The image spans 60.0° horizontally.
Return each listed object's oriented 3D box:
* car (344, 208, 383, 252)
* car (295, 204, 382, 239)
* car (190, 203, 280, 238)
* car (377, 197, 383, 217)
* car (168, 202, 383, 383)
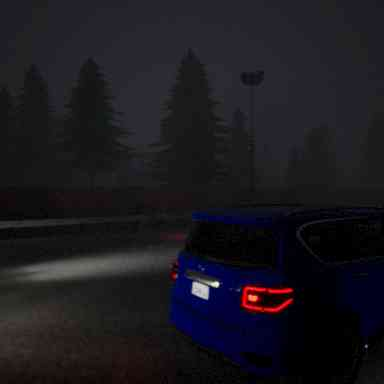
[{"bbox_3d":[8.748,1.496,14.284,4.892,1.490,1.837,0,0,-35],"label":"car"},{"bbox_3d":[8.033,1.483,18.073,4.902,1.511,2.128,0,0,-35],"label":"car"},{"bbox_3d":[2.458,1.471,18.395,5.008,1.535,1.882,0,0,-35],"label":"car"},{"bbox_3d":[18.951,1.334,30.150,4.553,1.767,2.097,0,0,-35],"label":"car"},{"bbox_3d":[2.277,1.219,5.370,5.566,2.045,2.150,0,0,-35],"label":"car"}]
